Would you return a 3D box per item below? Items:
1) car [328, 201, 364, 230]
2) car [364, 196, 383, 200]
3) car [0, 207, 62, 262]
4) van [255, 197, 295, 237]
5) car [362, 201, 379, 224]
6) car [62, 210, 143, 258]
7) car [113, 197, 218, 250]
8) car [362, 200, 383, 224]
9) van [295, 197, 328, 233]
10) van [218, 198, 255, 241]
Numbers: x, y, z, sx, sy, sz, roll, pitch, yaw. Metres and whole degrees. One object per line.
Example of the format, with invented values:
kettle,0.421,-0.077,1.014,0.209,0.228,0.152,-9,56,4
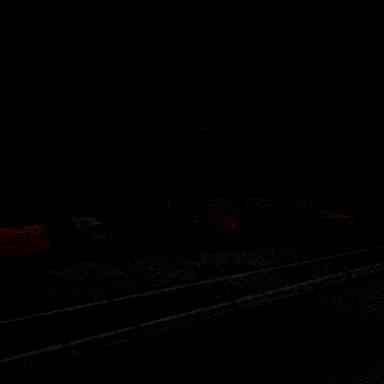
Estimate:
car,7.841,1.535,21.507,5.366,1.575,1.946,-1,-1,34
car,14.908,1.307,26.838,5.566,2.045,2.435,-1,-1,34
car,-6.801,1.380,11.177,4.553,1.767,2.185,-1,-1,34
van,2.946,1.302,18.078,4.442,1.987,1.878,-1,-1,34
car,10.077,1.576,23.361,4.792,1.488,2.163,-1,-1,34
car,-4.404,1.552,12.934,4.674,1.452,2.002,-1,-1,34
car,-2.013,1.266,14.683,5.566,2.045,2.435,-1,-1,34
car,12.546,1.581,25.070,4.792,1.488,2.163,-1,-1,34
van,5.365,1.307,19.816,4.442,1.987,1.878,-1,-1,34
van,0.529,1.296,16.340,4.442,1.987,1.878,-1,-1,34
